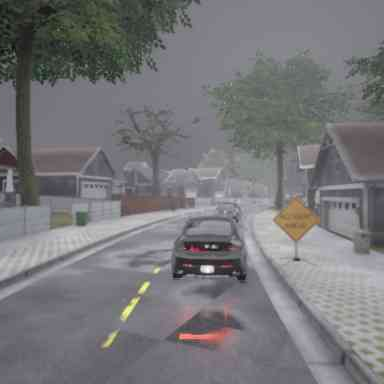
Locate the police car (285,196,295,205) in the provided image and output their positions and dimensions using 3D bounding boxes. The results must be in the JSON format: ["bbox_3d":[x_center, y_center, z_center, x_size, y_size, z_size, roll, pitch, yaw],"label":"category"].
[{"bbox_3d":[22.370,2.099,74.940,1.930,1.638,5.238,0,-1,26],"label":"police car"}]

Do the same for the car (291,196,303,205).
[{"bbox_3d":[26.580,2.142,83.984,2.150,2.045,5.566,0,-1,24],"label":"car"}]

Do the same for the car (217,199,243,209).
[{"bbox_3d":[2.895,1.509,26.123,2.033,1.411,5.357,0,0,12],"label":"car"}]

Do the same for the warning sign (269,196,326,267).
[{"bbox_3d":[2.916,1.056,9.345,1.300,1.860,1.060,-1,0,5],"label":"warning sign"}]

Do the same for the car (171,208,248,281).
[{"bbox_3d":[0.567,1.445,9.739,1.837,1.490,4.892,0,0,5],"label":"car"}]

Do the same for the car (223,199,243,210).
[{"bbox_3d":[5.938,1.687,47.475,1.812,1.442,4.674,0,-1,20],"label":"car"}]
